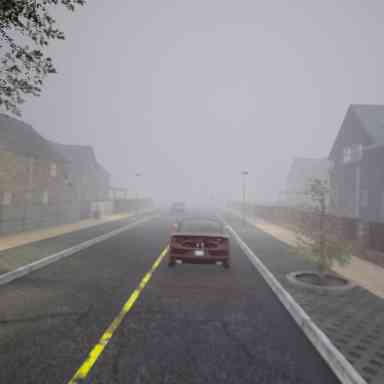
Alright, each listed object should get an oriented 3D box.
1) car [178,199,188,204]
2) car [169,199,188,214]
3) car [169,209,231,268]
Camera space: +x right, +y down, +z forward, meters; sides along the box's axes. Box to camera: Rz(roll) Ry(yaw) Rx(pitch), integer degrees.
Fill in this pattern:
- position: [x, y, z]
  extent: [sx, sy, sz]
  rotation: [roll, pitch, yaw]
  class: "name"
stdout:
- position: [-2.509, 2.591, 92.048]
  extent: [1.994, 1.385, 4.181]
  rotation: [2, -1, -12]
  class: "car"
- position: [-1.556, 1.879, 39.059]
  extent: [1.837, 1.490, 4.892]
  rotation: [2, -1, 2]
  class: "car"
- position: [0.294, 1.609, 11.907]
  extent: [1.882, 1.535, 5.008]
  rotation: [2, -1, 2]
  class: "car"
